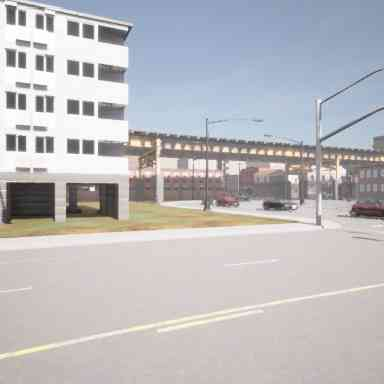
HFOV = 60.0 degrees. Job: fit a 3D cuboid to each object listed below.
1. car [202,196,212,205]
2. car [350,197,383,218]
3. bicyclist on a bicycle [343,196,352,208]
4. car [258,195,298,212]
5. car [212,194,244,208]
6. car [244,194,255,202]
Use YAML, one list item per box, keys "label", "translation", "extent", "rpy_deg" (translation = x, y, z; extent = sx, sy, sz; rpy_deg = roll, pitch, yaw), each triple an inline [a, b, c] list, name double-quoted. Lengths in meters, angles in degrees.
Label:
- label: "car"
  translation: [2.741, 1.507, 59.892]
  extent: [1.837, 1.490, 4.892]
  rpy_deg: [0, 0, -1]
- label: "car"
  translation: [15.588, 1.353, 27.596]
  extent: [2.097, 1.767, 4.553]
  rpy_deg: [0, 0, -25]
- label: "bicyclist on a bicycle"
  translation: [20.300, 1.306, 43.336]
  extent: [1.656, 1.620, 0.582]
  rpy_deg: [0, 0, -25]
- label: "car"
  translation: [10.265, 1.495, 38.896]
  extent: [2.128, 1.511, 4.902]
  rpy_deg: [0, 0, -25]
- label: "car"
  translation: [5.302, 1.480, 49.884]
  extent: [1.882, 1.535, 5.008]
  rpy_deg: [0, 0, -22]
- label: "car"
  translation: [11.441, 1.528, 75.427]
  extent: [2.128, 1.511, 4.902]
  rpy_deg: [0, 0, 41]
